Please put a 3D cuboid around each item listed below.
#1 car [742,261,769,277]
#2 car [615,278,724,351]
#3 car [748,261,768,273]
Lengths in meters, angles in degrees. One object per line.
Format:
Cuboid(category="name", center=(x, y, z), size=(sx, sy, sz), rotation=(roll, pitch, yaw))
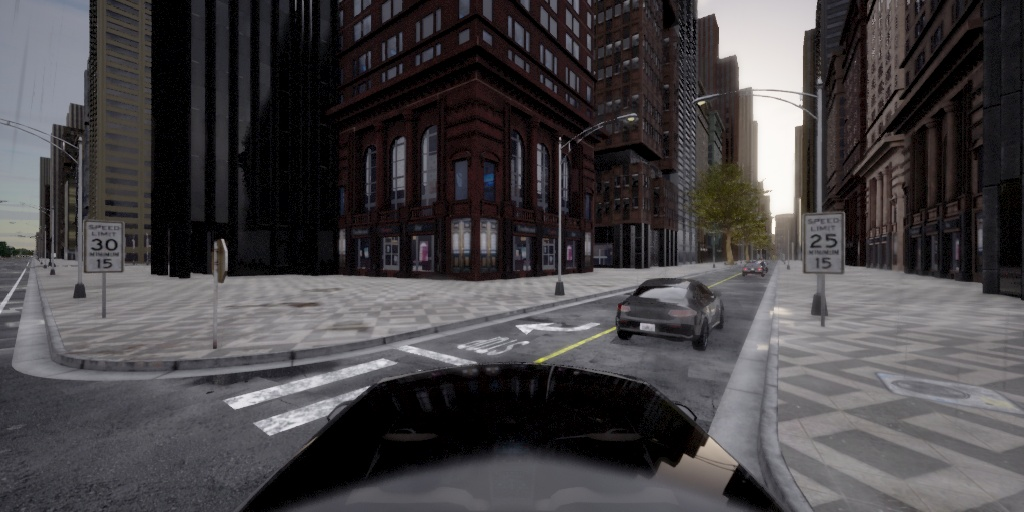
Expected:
Cuboid(category="car", center=(24.536, 1.326, 36.332), size=(2.033, 1.411, 5.357), rotation=(0, 0, 37))
Cuboid(category="car", center=(4.126, 1.279, 9.120), size=(1.812, 1.442, 4.674), rotation=(0, 0, 37))
Cuboid(category="car", center=(30.764, 1.326, 44.752), size=(1.812, 1.442, 4.674), rotation=(0, 0, 37))
